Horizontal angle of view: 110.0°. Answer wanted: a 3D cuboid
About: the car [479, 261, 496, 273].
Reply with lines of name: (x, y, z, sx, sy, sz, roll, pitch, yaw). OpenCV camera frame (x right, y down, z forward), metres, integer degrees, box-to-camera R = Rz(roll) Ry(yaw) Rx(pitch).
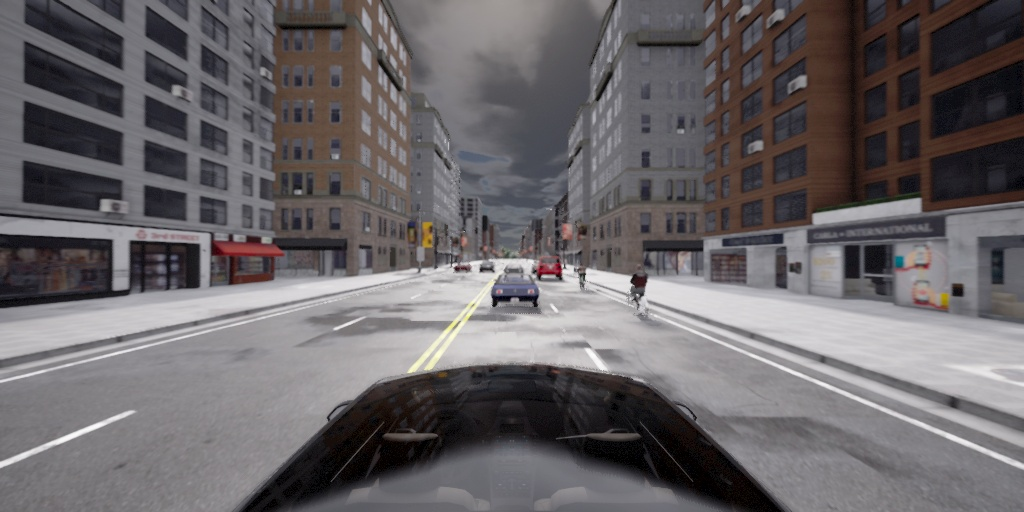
car: (-3.181, 1.400, 46.770, 1.837, 1.490, 4.892, 0, -1, 1)

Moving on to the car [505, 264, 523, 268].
car: (0.168, 1.459, 35.804, 1.895, 1.301, 4.718, 0, 0, 0)

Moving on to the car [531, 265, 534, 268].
car: (3.334, 1.491, 43.610, 1.895, 1.301, 4.718, 0, 0, 0)

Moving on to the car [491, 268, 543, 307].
car: (0.125, 1.395, 15.848, 1.895, 1.301, 4.718, 0, 0, 0)

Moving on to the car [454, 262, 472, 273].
car: (-6.424, 1.490, 47.253, 1.895, 1.301, 4.718, 0, 0, 1)

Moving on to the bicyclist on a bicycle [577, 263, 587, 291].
bicyclist on a bicycle: (4.179, 1.270, 21.408, 0.582, 1.620, 1.656, 0, 0, 0)

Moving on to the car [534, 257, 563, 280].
car: (3.373, 1.076, 32.963, 2.150, 2.045, 5.566, 0, 0, 2)

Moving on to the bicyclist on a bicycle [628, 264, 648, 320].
bicyclist on a bicycle: (4.159, 1.158, 11.930, 0.659, 1.776, 1.843, 0, 0, 0)
